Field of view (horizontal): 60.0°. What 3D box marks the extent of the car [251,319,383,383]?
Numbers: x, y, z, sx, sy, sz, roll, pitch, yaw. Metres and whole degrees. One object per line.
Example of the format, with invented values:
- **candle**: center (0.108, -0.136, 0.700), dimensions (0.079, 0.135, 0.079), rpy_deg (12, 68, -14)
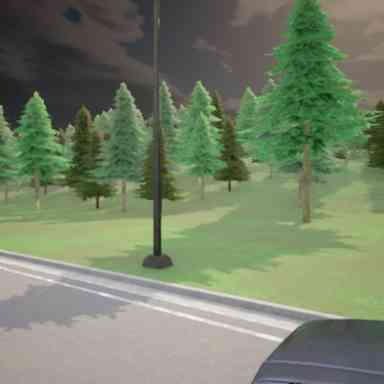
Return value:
- **car**: center (3.000, 1.540, 1.874), dimensions (5.357, 1.411, 2.033), rpy_deg (0, 0, 36)
